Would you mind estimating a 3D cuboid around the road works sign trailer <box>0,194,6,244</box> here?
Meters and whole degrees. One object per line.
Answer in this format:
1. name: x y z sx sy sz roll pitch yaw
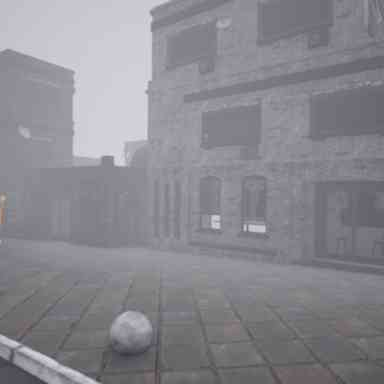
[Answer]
1. road works sign trailer: -8.595 1.080 13.085 2.880 2.380 3.560 7 -8 -41
